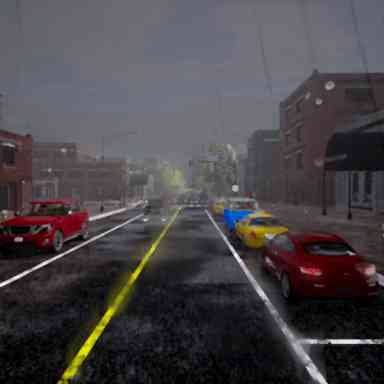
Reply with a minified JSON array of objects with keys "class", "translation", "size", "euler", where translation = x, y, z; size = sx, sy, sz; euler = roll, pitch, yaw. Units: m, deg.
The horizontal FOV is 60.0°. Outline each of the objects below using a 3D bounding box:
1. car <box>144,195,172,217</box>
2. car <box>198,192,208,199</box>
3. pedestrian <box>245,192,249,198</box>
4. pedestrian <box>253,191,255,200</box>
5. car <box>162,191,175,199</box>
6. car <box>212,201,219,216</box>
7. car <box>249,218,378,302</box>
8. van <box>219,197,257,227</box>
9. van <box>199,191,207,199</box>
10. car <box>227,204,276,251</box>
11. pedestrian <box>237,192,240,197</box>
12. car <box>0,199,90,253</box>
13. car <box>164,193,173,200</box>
[{"class":"car","translation":[-3.056,1.314,29.274],"size":[1.837,1.490,4.892],"euler":[0,0,0]},{"class":"car","translation":[2.771,0.795,79.186],"size":[2.192,1.841,5.009],"euler":[-1,0,0]},{"class":"pedestrian","translation":[7.182,0.850,43.521],"size":[0.375,1.860,0.375],"euler":[-1,1,0]},{"class":"pedestrian","translation":[8.183,0.832,44.120],"size":[0.375,1.860,0.375],"euler":[-1,1,0]},{"class":"car","translation":[-5.615,0.832,73.650],"size":[2.192,1.841,5.009],"euler":[-1,0,0]},{"class":"car","translation":[2.720,1.327,30.220],"size":[1.752,1.417,4.829],"euler":[-1,0,0]},{"class":"car","translation":[2.697,1.530,7.858],"size":[1.802,1.307,4.206],"euler":[-1,0,0]},{"class":"van","translation":[2.706,1.217,18.952],"size":[1.690,1.788,3.998],"euler":[-1,0,0]},{"class":"van","translation":[2.777,0.784,84.730],"size":[1.690,1.788,3.998],"euler":[-1,0,0]},{"class":"car","translation":[2.703,1.436,13.575],"size":[1.752,1.417,4.829],"euler":[-1,0,0]},{"class":"pedestrian","translation":[6.183,0.849,44.722],"size":[0.375,1.860,0.375],"euler":[-1,1,0]},{"class":"car","translation":[-5.680,1.227,13.411],"size":[2.192,1.841,5.009],"euler":[-1,0,0]},{"class":"car","translation":[-5.608,1.025,79.196],"size":[1.887,1.381,4.507],"euler":[-1,0,0]}]
